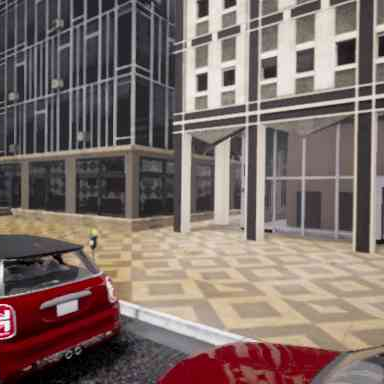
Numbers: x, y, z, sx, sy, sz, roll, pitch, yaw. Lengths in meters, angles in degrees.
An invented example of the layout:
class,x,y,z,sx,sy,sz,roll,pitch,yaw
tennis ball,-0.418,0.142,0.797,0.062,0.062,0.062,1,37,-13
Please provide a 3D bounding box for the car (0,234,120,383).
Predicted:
class,x,y,z,sx,sy,sz,roll,pitch,yaw
car,-3.044,1.358,5.045,4.097,1.590,1.967,1,1,35

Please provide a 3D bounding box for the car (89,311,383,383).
class,x,y,z,sx,sy,sz,roll,pitch,yaw
car,1.552,1.587,1.767,4.206,1.307,1.802,1,1,35
